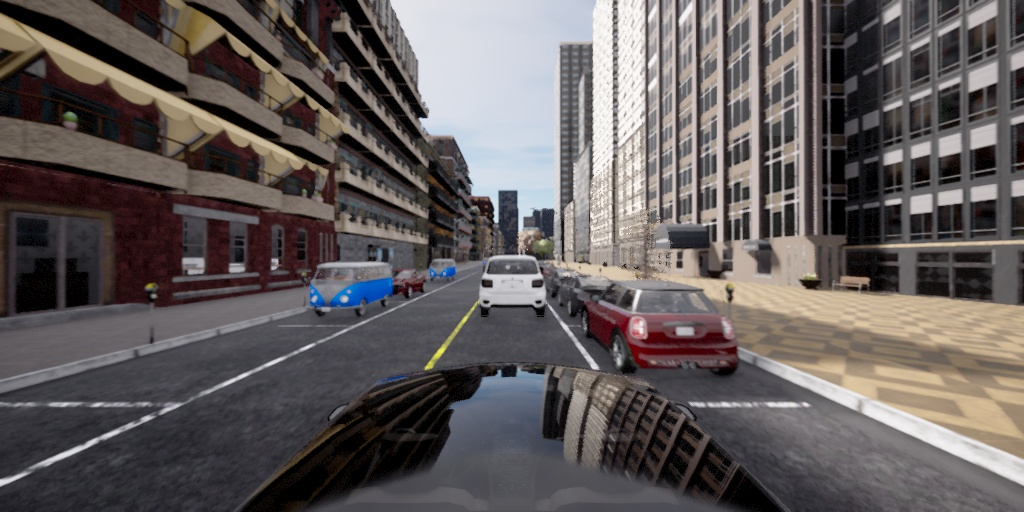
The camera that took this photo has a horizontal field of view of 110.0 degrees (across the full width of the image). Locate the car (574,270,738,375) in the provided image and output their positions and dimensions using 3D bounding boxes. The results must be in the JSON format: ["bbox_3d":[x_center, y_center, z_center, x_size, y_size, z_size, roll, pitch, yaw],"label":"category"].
[{"bbox_3d":[2.694,1.201,7.527,1.967,1.591,4.097,0,0,0],"label":"car"}]

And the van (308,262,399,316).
[{"bbox_3d":[-5.685,1.113,13.055,1.690,1.789,3.998,0,0,0],"label":"van"}]

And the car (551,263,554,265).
[{"bbox_3d":[2.704,1.246,29.618,1.967,1.591,4.097,0,0,0],"label":"car"}]

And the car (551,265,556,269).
[{"bbox_3d":[2.699,1.333,18.574,2.007,1.370,4.403,0,0,0],"label":"car"}]

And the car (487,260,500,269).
[{"bbox_3d":[-3.037,1.364,59.020,1.882,1.535,5.008,0,0,1],"label":"car"}]

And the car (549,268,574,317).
[{"bbox_3d":[2.697,1.323,13.051,2.007,1.370,4.403,0,0,0],"label":"car"}]

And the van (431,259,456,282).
[{"bbox_3d":[-5.678,1.147,29.623,1.690,1.789,3.998,0,0,0],"label":"van"}]

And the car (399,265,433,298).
[{"bbox_3d":[-5.682,1.328,18.578,1.888,1.381,4.507,0,0,0],"label":"car"}]

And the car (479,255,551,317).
[{"bbox_3d":[0.037,0.996,13.507,2.150,2.045,5.566,0,0,1],"label":"car"}]

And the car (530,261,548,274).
[{"bbox_3d":[3.164,1.344,43.357,1.837,1.490,4.892,0,0,0],"label":"car"}]

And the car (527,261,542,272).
[{"bbox_3d":[3.170,1.386,50.358,1.812,1.442,4.674,0,0,0],"label":"car"}]
